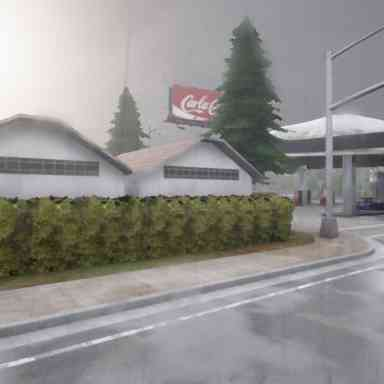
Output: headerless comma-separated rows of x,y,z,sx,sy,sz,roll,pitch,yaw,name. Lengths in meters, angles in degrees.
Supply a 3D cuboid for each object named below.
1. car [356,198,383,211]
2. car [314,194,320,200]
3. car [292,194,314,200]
21.447,1.493,39.755,4.611,1.667,2.242,0,0,-36,car
32.517,1.355,89.247,2.152,1.636,5.027,0,0,-36,car
20.867,1.564,64.898,5.357,1.411,2.033,0,0,-36,car
